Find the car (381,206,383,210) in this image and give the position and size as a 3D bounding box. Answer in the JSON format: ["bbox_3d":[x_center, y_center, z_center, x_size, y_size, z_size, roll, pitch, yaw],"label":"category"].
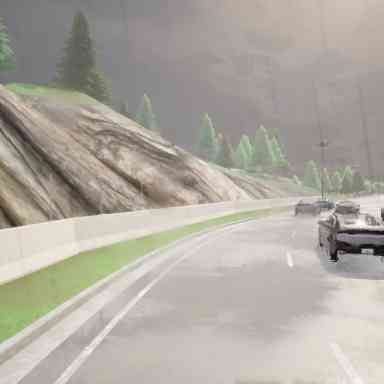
[{"bbox_3d":[16.270,1.601,26.712,1.895,1.301,4.718,0,0,29],"label":"car"}]

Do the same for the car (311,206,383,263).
[{"bbox_3d":[5.707,1.491,11.929,2.128,1.511,4.902,0,0,15],"label":"car"}]

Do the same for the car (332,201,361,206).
[{"bbox_3d":[13.855,1.526,29.567,1.812,1.442,4.674,0,0,29],"label":"car"}]

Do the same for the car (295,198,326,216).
[{"bbox_3d":[11.275,1.492,32.162,2.128,1.511,4.902,0,0,29],"label":"car"}]

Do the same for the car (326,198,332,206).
[{"bbox_3d":[16.616,1.492,41.737,2.128,1.511,4.902,0,0,29],"label":"car"}]
